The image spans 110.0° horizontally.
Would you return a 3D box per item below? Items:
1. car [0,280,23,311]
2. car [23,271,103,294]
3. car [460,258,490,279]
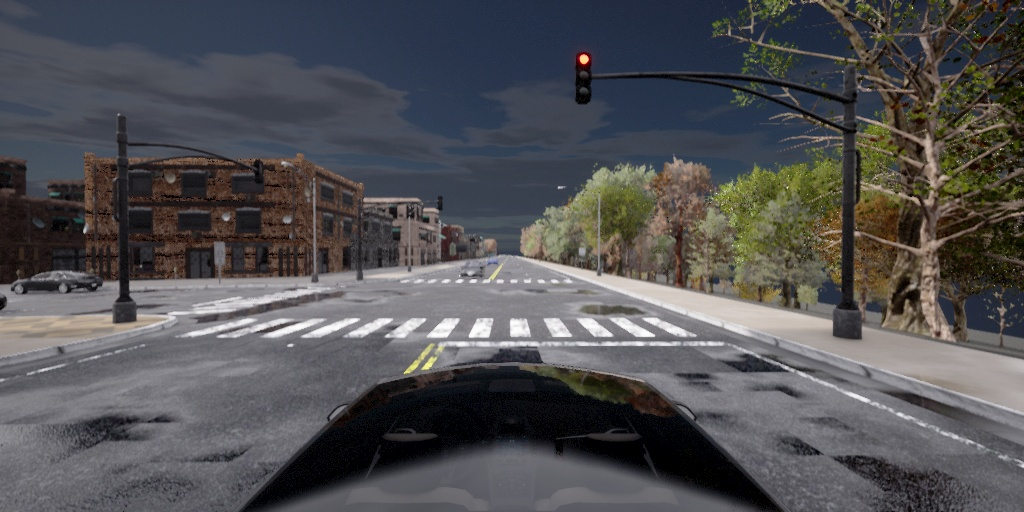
[{"bbox_3d":[-22.657,1.652,13.952,4.313,1.339,1.948,0,0,-1],"label":"car"},{"bbox_3d":[-28.393,1.613,22.454,4.403,1.370,2.007,0,0,-1],"label":"car"},{"bbox_3d":[-3.369,1.204,31.597,2.128,1.511,4.902,0,1,0],"label":"car"}]
